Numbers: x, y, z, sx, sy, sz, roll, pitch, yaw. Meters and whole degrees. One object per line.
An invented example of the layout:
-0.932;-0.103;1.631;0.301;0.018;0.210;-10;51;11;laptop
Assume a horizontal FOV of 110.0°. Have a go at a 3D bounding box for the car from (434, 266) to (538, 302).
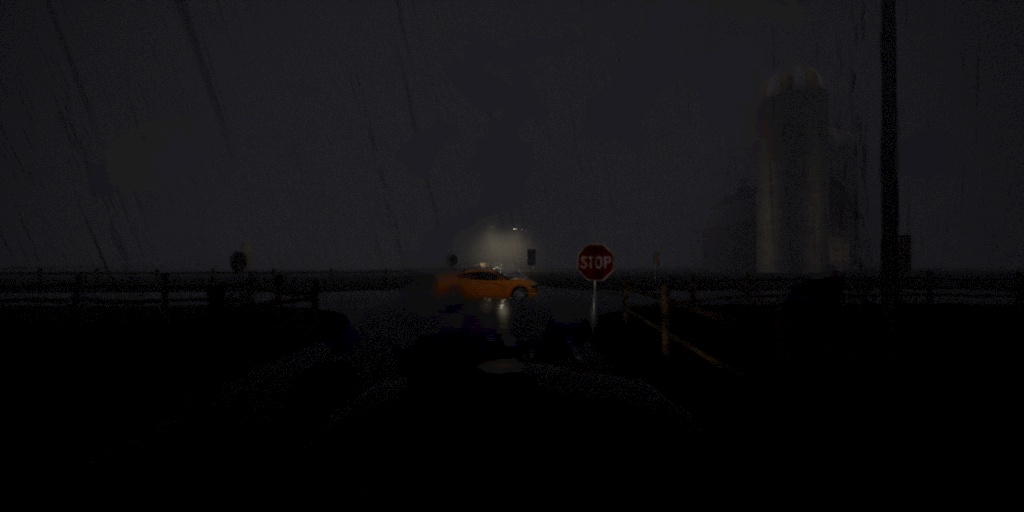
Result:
-1.244;1.390;17.550;5.008;1.535;1.882;0;-1;0;car
